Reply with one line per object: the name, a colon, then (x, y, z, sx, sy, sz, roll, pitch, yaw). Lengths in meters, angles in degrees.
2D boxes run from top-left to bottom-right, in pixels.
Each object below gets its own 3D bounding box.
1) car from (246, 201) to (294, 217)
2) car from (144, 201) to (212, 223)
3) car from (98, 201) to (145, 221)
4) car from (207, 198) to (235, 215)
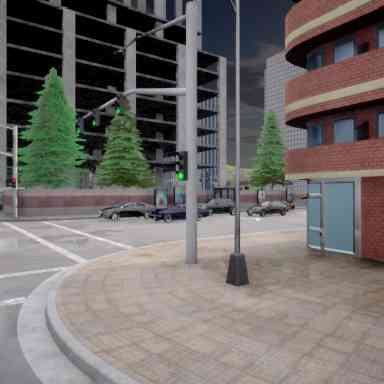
car: (7.355, 1.581, 32.239, 4.674, 1.442, 1.812, 0, 0, -35)
car: (-1.025, 1.656, 26.315, 4.718, 1.301, 1.895, 0, 0, -35)
car: (-5.288, 1.547, 27.587, 4.902, 1.511, 2.128, 0, 0, -35)
car: (2.198, 1.407, 32.882, 4.553, 1.767, 2.097, 0, 0, -35)
